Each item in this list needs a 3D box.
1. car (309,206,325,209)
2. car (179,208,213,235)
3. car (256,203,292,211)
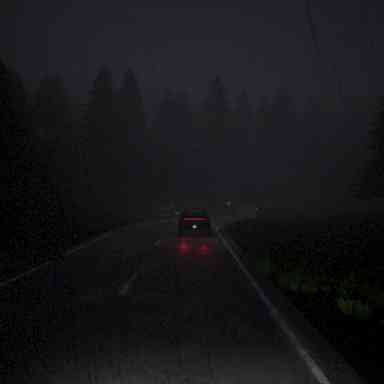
[{"bbox_3d":[15.220,2.434,41.634,4.718,1.301,1.895,3,-1,-9],"label":"car"},{"bbox_3d":[0.232,1.717,20.562,2.128,1.511,4.902,0,-1,2],"label":"car"},{"bbox_3d":[8.876,1.913,35.491,4.674,1.442,1.812,0,-1,-33],"label":"car"}]
